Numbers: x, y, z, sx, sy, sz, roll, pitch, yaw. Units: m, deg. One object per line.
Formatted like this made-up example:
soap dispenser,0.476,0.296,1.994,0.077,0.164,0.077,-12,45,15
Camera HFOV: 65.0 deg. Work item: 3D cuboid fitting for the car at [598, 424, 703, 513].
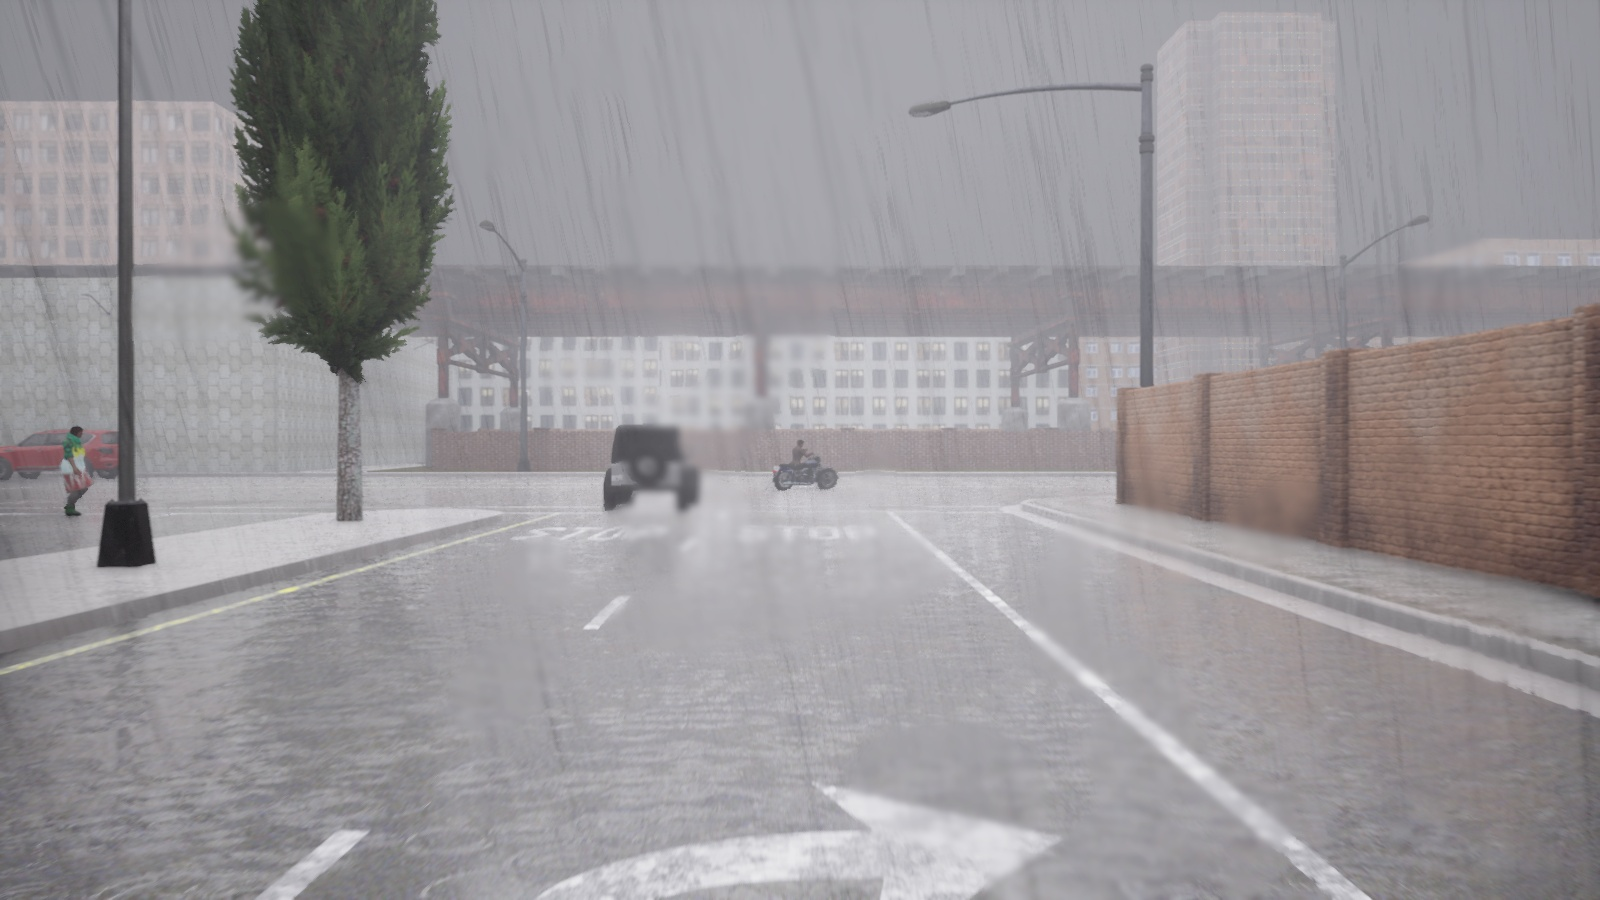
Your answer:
car,-3.319,0.379,28.508,1.905,1.878,3.866,0,0,0

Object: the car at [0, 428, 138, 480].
car,-30.387,0.152,51.257,5.566,2.045,2.150,0,0,1

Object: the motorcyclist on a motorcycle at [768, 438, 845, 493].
motorcyclist on a motorcycle,0.221,0.476,39.292,2.350,1.649,0.766,0,2,-34

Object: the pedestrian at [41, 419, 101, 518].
pedestrian,-14.613,0.356,25.176,0.873,1.952,0.659,0,0,-12
